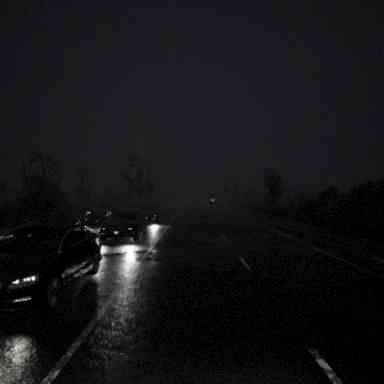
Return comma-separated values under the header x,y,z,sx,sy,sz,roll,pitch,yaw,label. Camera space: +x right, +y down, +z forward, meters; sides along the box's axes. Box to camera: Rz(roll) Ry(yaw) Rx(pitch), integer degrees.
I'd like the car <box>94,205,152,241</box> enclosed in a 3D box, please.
x,y,z,sx,sy,sz,roll,pitch,yaw,label
-3.567,1.701,18.104,1.837,1.490,4.892,0,-1,0,car

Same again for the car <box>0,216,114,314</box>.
x,y,z,sx,sy,sz,roll,pitch,yaw,label
-3.591,1.579,8.018,2.128,1.511,4.902,0,-1,0,car

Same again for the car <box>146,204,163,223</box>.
x,y,z,sx,sy,sz,roll,pitch,yaw,label
-3.545,1.811,28.337,1.837,1.490,4.892,0,-1,0,car

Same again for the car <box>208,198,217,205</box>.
x,y,z,sx,sy,sz,roll,pitch,yaw,label
4.926,2.459,80.750,1.895,1.301,4.718,0,-1,4,car

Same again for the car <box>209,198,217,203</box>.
x,y,z,sx,sy,sz,roll,pitch,yaw,label
5.748,2.360,90.920,1.812,1.442,4.674,0,-1,6,car

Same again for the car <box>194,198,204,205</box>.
x,y,z,sx,sy,sz,roll,pitch,yaw,label
1.429,2.389,80.924,1.812,1.442,4.674,0,-1,4,car

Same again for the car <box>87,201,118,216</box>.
x,y,z,sx,sy,sz,roll,pitch,yaw,label
-7.056,1.644,26.971,2.097,1.767,4.553,0,-1,0,car

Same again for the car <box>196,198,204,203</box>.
x,y,z,sx,sy,sz,roll,pitch,yaw,label
2.225,2.355,90.834,2.033,1.411,5.357,0,-1,6,car

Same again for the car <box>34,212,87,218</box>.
x,y,z,sx,sy,sz,roll,pitch,yaw,label
-7.075,1.745,16.674,1.994,1.385,4.181,0,-1,0,car
